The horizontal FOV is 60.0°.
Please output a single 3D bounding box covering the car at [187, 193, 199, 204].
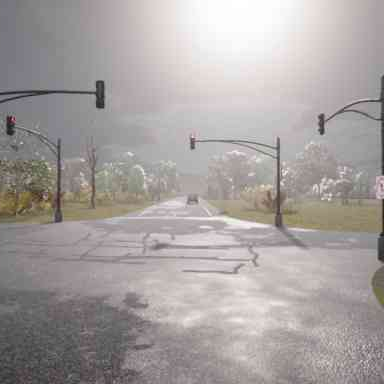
[{"bbox_3d":[0.171,1.299,67.594,2.150,2.045,5.566,0,0,0],"label":"car"}]
